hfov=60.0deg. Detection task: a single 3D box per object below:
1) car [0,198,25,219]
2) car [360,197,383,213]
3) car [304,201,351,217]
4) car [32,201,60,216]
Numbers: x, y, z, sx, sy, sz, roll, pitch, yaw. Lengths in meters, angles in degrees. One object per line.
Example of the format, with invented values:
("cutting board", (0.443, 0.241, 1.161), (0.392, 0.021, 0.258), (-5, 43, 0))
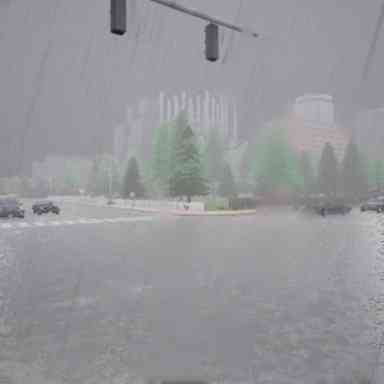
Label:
("car", (-15.696, 1.340, 28.449), (2.097, 1.767, 4.553), (0, 0, -33))
("car", (19.704, 1.336, 35.217), (4.892, 1.490, 1.837), (-1, 1, -35))
("car", (12.186, 1.504, 29.915), (4.718, 1.301, 1.895), (0, 0, -34))
("car", (-14.460, 1.576, 32.942), (1.895, 1.301, 4.718), (0, 0, -33))
